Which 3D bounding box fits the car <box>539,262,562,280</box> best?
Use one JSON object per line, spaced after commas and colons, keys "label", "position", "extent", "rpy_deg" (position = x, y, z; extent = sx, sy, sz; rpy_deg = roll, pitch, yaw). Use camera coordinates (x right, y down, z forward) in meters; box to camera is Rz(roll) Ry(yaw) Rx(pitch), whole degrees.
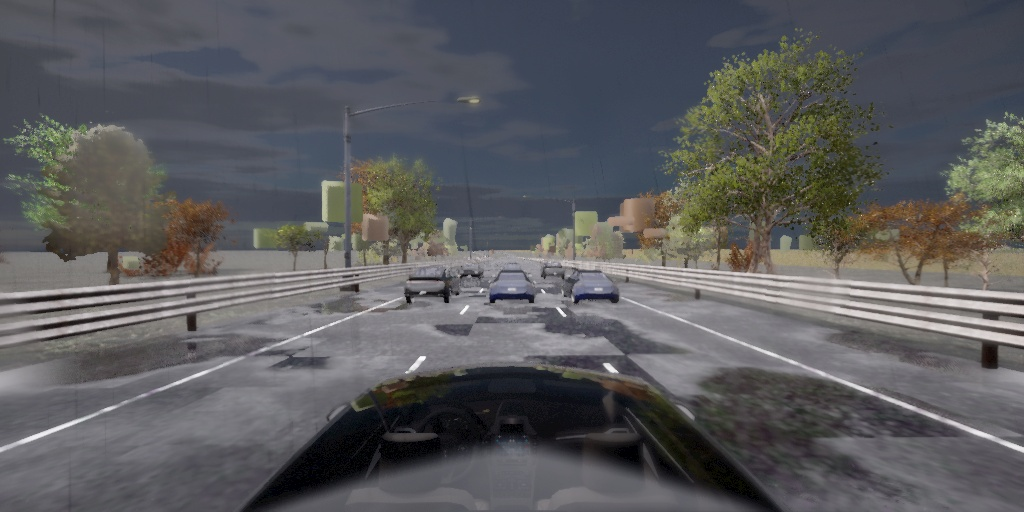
{"label": "car", "position": [3.500, 1.244, 31.505], "extent": [2.128, 1.511, 4.902], "rpy_deg": [0, 0, 0]}

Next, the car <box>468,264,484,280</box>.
{"label": "car", "position": [-3.500, 1.365, 31.535], "extent": [1.895, 1.301, 4.718], "rpy_deg": [0, 0, 0]}

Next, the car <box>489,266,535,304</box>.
{"label": "car", "position": [0.000, 1.320, 16.503], "extent": [1.994, 1.385, 4.181], "rpy_deg": [0, 0, 0]}

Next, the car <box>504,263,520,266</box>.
{"label": "car", "position": [0.000, 1.312, 31.505], "extent": [2.033, 1.411, 5.357], "rpy_deg": [0, 0, 0]}

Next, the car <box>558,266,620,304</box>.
{"label": "car", "position": [3.500, 1.320, 16.504], "extent": [1.994, 1.385, 4.181], "rpy_deg": [0, 0, 0]}

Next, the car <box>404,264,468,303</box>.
{"label": "car", "position": [-3.500, 1.242, 16.503], "extent": [2.128, 1.511, 4.902], "rpy_deg": [0, 0, 0]}
